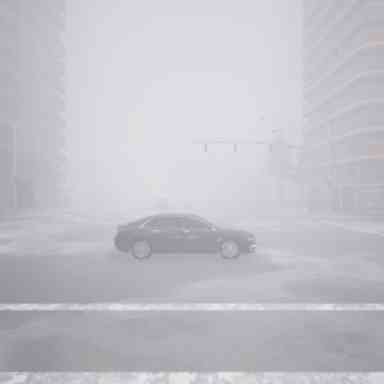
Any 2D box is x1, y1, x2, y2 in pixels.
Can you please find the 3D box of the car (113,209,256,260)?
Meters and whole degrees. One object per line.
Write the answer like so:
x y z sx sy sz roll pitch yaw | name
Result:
-0.244 1.479 11.666 4.892 1.490 1.837 0 0 0 | car

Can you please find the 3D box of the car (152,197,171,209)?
-3.585 1.393 39.637 1.837 1.490 4.892 0 0 0 | car
